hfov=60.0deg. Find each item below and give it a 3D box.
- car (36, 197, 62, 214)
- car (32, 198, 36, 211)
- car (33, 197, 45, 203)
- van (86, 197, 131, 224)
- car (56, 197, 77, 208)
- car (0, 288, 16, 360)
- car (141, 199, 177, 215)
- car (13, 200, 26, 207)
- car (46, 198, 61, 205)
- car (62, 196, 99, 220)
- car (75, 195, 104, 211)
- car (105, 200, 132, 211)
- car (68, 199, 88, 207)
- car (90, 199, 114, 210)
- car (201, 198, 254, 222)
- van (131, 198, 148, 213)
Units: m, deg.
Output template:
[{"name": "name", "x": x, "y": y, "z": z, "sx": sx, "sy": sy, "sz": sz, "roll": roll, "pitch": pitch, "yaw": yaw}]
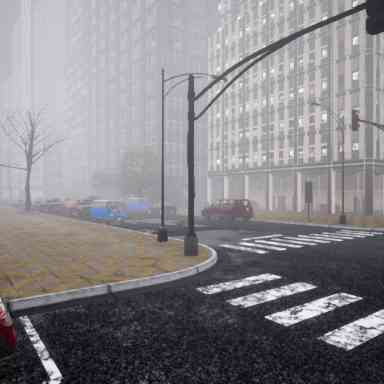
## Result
[{"name": "car", "x": -16.809, "y": 1.585, "z": 40.172, "sx": 2.192, "sy": 1.841, "sz": 5.009, "roll": 0, "pitch": 0, "yaw": -36}, {"name": "car", "x": -20.188, "y": 1.746, "z": 44.758, "sx": 1.967, "sy": 1.590, "sz": 4.097, "roll": 0, "pitch": 0, "yaw": -36}, {"name": "car", "x": -39.100, "y": 2.064, "z": 85.075, "sx": 1.882, "sy": 1.535, "sz": 5.008, "roll": 0, "pitch": 0, "yaw": -36}, {"name": "van", "x": -6.668, "y": 1.499, "z": 26.412, "sx": 1.690, "sy": 1.788, "sz": 3.998, "roll": 0, "pitch": 0, "yaw": -36}, {"name": "car", "x": -20.799, "y": 1.721, "z": 55.187, "sx": 2.097, "sy": 1.767, "sz": 4.553, "roll": 0, "pitch": 0, "yaw": -36}, {"name": "car", "x": -4.264, "y": 1.440, "z": 3.515, "sx": 4.097, "sy": 1.590, "sz": 1.967, "roll": 0, "pitch": 0, "yaw": -36}, {"name": "car", "x": -3.296, "y": 1.759, "z": 35.965, "sx": 2.008, "sy": 1.369, "sz": 4.403, "roll": 0, "pitch": 0, "yaw": -36}, {"name": "car", "x": -30.328, "y": 1.995, "z": 58.518, "sx": 1.802, "sy": 1.307, "sz": 4.206, "roll": 0, "pitch": 0, "yaw": -36}, {"name": "car", "x": -30.340, "y": 2.062, "z": 72.659, "sx": 1.947, "sy": 1.339, "sz": 4.313, "roll": 0, "pitch": 0, "yaw": -36}, {"name": "car", "x": -10.048, "y": 1.511, "z": 30.998, "sx": 2.192, "sy": 1.841, "sz": 5.009, "roll": 0, "pitch": 0, "yaw": -36}, {"name": "car", "x": -14.493, "y": 1.524, "z": 46.702, "sx": 2.150, "sy": 2.045, "sz": 5.566, "roll": 0, "pitch": 0, "yaw": -36}, {"name": "car", "x": -10.057, "y": 1.848, "z": 45.138, "sx": 1.947, "sy": 1.339, "sz": 4.313, "roll": 0, "pitch": 0, "yaw": -36}, {"name": "car", "x": -20.198, "y": 1.941, "z": 58.898, "sx": 2.008, "sy": 1.369, "sz": 4.403, "roll": 0, "pitch": 0, "yaw": -36}, {"name": "car", "x": -13.539, "y": 1.844, "z": 49.862, "sx": 1.752, "sy": 1.417, "sz": 4.829, "roll": 0, "pitch": 0, "yaw": -36}, {"name": "car", "x": 2.878, "y": 1.454, "z": 27.585, "sx": 2.192, "sy": 1.841, "sz": 5.009, "roll": 0, "pitch": 0, "yaw": -36}, {"name": "van", "x": -6.678, "y": 1.586, "z": 40.552, "sx": 1.690, "sy": 1.788, "sz": 3.998, "roll": 0, "pitch": 0, "yaw": -36}]
